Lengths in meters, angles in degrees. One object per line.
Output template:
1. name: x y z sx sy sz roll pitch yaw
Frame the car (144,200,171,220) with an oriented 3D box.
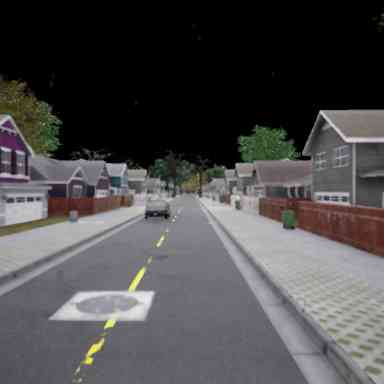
1. car: -2.820 1.443 28.139 1.882 1.535 5.008 0 0 0
